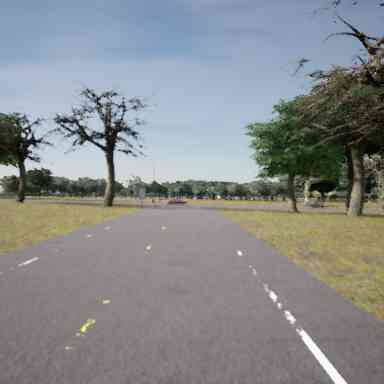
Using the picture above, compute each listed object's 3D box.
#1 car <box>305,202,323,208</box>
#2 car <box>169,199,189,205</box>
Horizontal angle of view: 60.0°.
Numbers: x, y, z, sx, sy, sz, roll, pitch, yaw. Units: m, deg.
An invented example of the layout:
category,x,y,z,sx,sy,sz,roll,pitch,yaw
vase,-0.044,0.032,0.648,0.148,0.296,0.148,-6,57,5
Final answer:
category,x,y,z,sx,sy,sz,roll,pitch,yaw
car,30.050,3.275,82.082,4.181,1.385,1.994,2,0,0
car,-2.949,2.293,75.259,4.674,1.442,1.812,2,0,0
